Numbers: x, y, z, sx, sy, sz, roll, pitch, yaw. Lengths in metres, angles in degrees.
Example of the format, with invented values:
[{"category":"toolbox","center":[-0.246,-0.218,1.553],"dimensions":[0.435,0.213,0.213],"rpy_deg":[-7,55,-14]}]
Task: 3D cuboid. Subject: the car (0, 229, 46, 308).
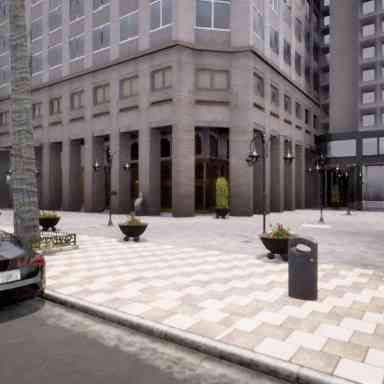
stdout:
[{"category":"car","center":[-5.085,1.513,7.118],"dimensions":[4.786,1.482,2.161],"rpy_deg":[0,0,35]}]
